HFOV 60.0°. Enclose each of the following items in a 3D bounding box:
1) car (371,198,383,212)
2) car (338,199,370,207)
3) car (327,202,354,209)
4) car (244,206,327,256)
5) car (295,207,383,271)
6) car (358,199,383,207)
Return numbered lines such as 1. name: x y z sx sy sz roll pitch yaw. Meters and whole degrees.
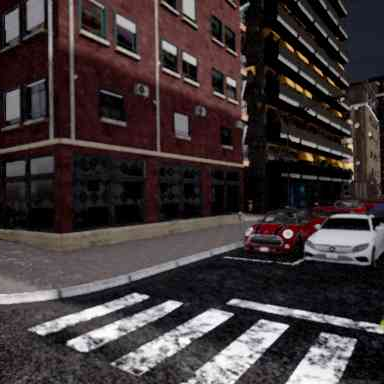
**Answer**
1. car: 20.312 1.288 35.065 1.802 1.307 4.206 -1 0 38
2. car: 10.121 1.296 21.872 1.967 1.590 4.097 -1 0 37
3. car: 6.827 1.453 17.402 1.887 1.381 4.507 -1 0 36
4. car: 3.584 1.401 12.908 1.967 1.590 4.097 -1 0 35
5. car: 5.167 1.434 10.843 1.812 1.442 4.674 -2 0 37
6. car: 11.725 1.350 19.869 2.033 1.411 5.357 -2 0 37
